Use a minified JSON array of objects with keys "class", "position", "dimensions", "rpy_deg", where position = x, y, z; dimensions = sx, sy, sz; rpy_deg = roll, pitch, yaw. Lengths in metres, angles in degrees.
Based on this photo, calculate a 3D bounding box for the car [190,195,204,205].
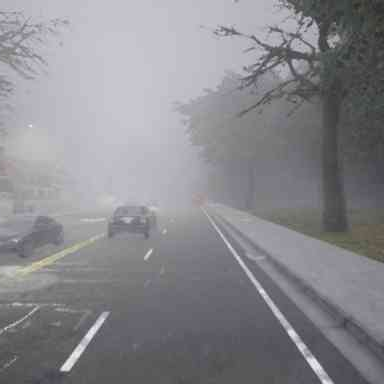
[{"class":"car","position":[1.105,1.512,65.116],"dimensions":[2.150,2.045,5.566],"rpy_deg":[0,0,0]}]

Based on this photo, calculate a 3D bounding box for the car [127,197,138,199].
[{"class":"car","position":[-9.829,1.586,54.497],"dimensions":[2.097,1.767,4.553],"rpy_deg":[0,0,0]}]

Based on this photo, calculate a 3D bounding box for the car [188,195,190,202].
[{"class":"car","position":[-0.041,1.574,84.208],"dimensions":[2.097,1.767,4.553],"rpy_deg":[0,0,0]}]

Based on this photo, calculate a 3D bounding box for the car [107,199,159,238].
[{"class":"car","position":[-3.158,1.459,18.396],"dimensions":[2.097,1.767,4.553],"rpy_deg":[0,0,0]}]

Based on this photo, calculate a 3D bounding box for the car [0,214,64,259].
[{"class":"car","position":[-6.605,1.611,13.147],"dimensions":[1.812,1.442,4.674],"rpy_deg":[0,0,0]}]
